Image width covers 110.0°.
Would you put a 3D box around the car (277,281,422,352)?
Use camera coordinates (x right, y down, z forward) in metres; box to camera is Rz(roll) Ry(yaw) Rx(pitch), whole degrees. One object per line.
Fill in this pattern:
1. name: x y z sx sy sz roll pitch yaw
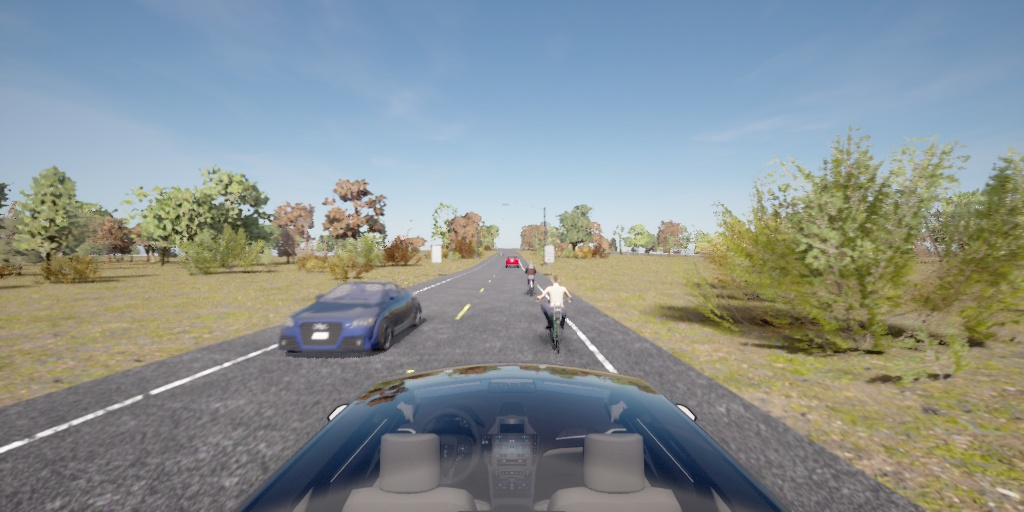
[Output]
1. car: -3.603 1.314 8.745 1.994 1.385 4.181 0 0 0

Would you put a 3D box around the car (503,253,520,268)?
1. car: 0.064 0.836 59.729 2.150 2.045 5.566 0 1 1

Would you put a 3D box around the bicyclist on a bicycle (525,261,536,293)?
1. bicyclist on a bicycle: 0.956 1.122 18.315 0.659 1.776 1.843 0 0 0

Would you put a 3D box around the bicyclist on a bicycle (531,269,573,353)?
1. bicyclist on a bicycle: 0.942 1.187 7.848 0.866 1.612 1.509 0 0 0
